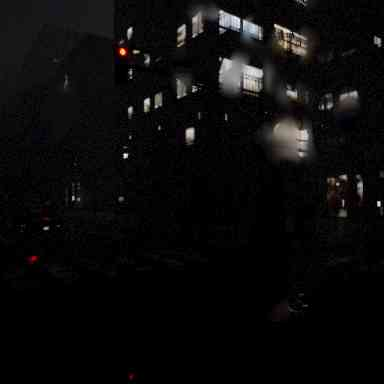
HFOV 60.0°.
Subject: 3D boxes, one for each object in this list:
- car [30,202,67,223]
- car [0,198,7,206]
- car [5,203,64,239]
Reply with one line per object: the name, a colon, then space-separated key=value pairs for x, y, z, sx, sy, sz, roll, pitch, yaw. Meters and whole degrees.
car: x=-11.663 y=1.552 z=26.850 sx=1.752 sy=1.417 sz=4.829 roll=0 pitch=0 yaw=-36
car: x=-31.443 y=1.631 z=54.482 sx=1.752 sy=1.417 sz=4.829 roll=0 pitch=0 yaw=-36
car: x=-8.300 y=1.505 z=17.698 sx=2.128 sy=1.511 sz=4.902 roll=0 pitch=0 yaw=-36
